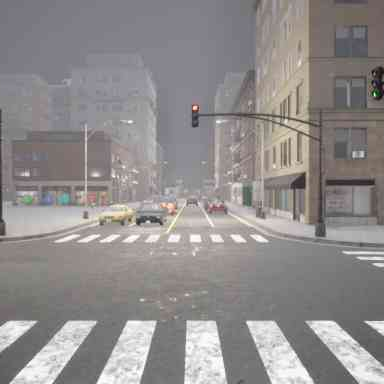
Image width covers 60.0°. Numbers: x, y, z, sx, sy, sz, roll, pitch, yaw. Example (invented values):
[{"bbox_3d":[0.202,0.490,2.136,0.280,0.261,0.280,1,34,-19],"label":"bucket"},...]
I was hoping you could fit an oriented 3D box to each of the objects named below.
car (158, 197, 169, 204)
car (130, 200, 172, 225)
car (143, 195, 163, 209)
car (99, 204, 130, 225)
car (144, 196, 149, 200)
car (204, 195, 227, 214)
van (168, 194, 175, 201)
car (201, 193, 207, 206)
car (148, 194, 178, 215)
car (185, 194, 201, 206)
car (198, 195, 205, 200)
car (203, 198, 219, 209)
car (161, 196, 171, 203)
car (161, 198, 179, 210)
[{"bbox_3d":[-5.367,1.586,63.687,1.802,1.307,4.206,0,0,0],"label":"car"},{"bbox_3d":[-2.841,1.548,24.166,2.033,1.411,5.357,0,0,0],"label":"car"},{"bbox_3d":[-5.373,1.317,46.701,2.192,1.841,5.009,0,0,0],"label":"car"},{"bbox_3d":[-5.381,1.526,23.883,1.752,1.417,4.829,0,0,0],"label":"car"},{"bbox_3d":[-5.375,1.552,41.039,2.008,1.369,4.403,0,0,0],"label":"car"},{"bbox_3d":[2.648,1.441,35.374,1.967,1.590,4.097,0,0,0],"label":"car"},{"bbox_3d":[-5.359,1.349,86.334,1.690,1.788,3.998,0,0,0],"label":"van"},{"bbox_3d":[2.650,1.317,41.036,2.192,1.841,5.009,0,0,0],"label":"car"},{"bbox_3d":[-2.841,1.353,33.814,2.097,1.767,4.553,0,0,0],"label":"car"},{"bbox_3d":[0.018,1.508,53.993,1.837,1.490,4.892,0,0,0],"label":"car"},{"bbox_3d":[2.668,1.575,91.993,1.947,1.339,4.313,0,0,0],"label":"car"},{"bbox_3d":[2.652,1.568,46.698,1.947,1.339,4.313,0,0,0],"label":"car"},{"bbox_3d":[-5.365,1.530,69.179,1.752,1.417,4.829,0,0,0],"label":"car"},{"bbox_3d":[-2.831,1.550,44.222,2.033,1.411,5.357,0,0,0],"label":"car"}]
